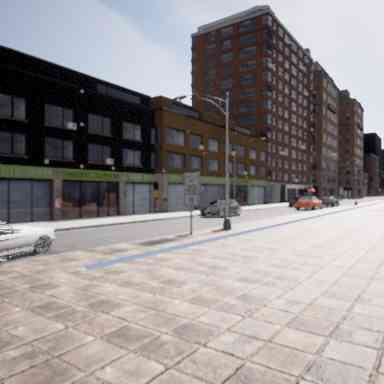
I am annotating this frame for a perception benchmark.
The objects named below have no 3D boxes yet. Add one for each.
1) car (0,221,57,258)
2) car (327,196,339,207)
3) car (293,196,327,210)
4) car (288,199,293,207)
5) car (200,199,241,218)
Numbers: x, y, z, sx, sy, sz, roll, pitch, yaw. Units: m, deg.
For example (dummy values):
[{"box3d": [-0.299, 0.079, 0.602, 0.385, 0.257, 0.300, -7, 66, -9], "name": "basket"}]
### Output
[{"box3d": [-6.556, 1.553, 10.589, 1.895, 1.301, 4.718, 0, 0, 16], "name": "car"}, {"box3d": [20.122, 1.363, 48.580, 2.128, 1.511, 4.902, 0, 0, 36], "name": "car"}, {"box3d": [14.336, 1.236, 40.396, 2.097, 1.767, 4.553, 0, 0, 36], "name": "car"}, {"box3d": [14.937, 1.388, 46.057, 1.837, 1.490, 4.892, 0, 0, 36], "name": "car"}, {"box3d": [2.553, 1.399, 28.901, 1.837, 1.490, 4.892, 0, 0, 36], "name": "car"}]
